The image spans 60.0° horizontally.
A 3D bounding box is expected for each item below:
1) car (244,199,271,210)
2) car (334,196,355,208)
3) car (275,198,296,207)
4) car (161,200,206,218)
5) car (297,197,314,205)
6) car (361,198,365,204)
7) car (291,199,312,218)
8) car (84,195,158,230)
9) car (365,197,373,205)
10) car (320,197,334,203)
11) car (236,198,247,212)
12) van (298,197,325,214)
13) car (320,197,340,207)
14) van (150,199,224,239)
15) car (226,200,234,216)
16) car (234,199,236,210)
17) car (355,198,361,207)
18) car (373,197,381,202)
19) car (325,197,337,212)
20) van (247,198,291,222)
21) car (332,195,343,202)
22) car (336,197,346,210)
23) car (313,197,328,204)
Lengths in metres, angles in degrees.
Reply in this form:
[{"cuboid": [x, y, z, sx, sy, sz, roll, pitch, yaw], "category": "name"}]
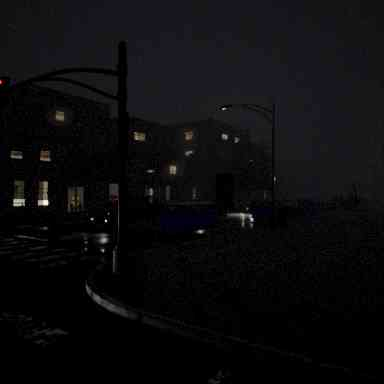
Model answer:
[{"cuboid": [8.915, 1.629, 45.090, 1.887, 1.381, 4.507, 0, 0, 35], "category": "car"}, {"cuboid": [22.114, 1.497, 49.288, 2.192, 1.841, 5.009, 0, 0, 35], "category": "car"}, {"cuboid": [15.268, 1.666, 54.122, 1.887, 1.381, 4.507, 0, 0, 35], "category": "car"}, {"cuboid": [-0.711, 1.559, 31.400, 1.752, 1.417, 4.829, 0, 0, 35], "category": "car"}, {"cuboid": [21.621, 1.706, 63.155, 1.887, 1.381, 4.507, 0, 0, 35], "category": "car"}, {"cuboid": [28.563, 1.748, 58.460, 1.752, 1.417, 4.829, 0, 0, 35], "category": "car"}, {"cuboid": [9.407, 1.655, 31.220, 1.887, 1.381, 4.507, 0, 0, 35], "category": "car"}, {"cuboid": [-4.281, 1.248, 21.814, 2.150, 2.045, 5.566, 1, 0, 35], "category": "car"}, {"cuboid": [34.818, 1.810, 67.354, 1.887, 1.381, 4.507, 0, 0, 35], "category": "car"}, {"cuboid": [31.149, 1.792, 76.706, 1.947, 1.339, 4.313, 0, 0, 35], "category": "car"}, {"cuboid": [7.488, 1.575, 38.533, 2.128, 1.511, 4.902, 1, 0, 35], "category": "car"}, {"cuboid": [12.584, 1.469, 35.737, 1.690, 1.788, 3.998, 0, 0, 35], "category": "van"}, {"cuboid": [22.747, 1.658, 54.689, 1.882, 1.535, 5.008, 1, 0, 35], "category": "car"}, {"cuboid": [-0.121, 1.407, 17.670, 1.690, 1.788, 3.998, 0, 0, 35], "category": "van"}, {"cuboid": [1.530, 1.530, 30.077, 1.882, 1.535, 5.008, 1, 0, 35], "category": "car"}, {"cuboid": [5.740, 1.507, 40.573, 1.967, 1.590, 4.097, 0, 0, 35], "category": "car"}, {"cuboid": [25.290, 1.517, 53.805, 2.192, 1.841, 5.009, 0, 0, 35], "category": "car"}, {"cuboid": [44.347, 1.899, 80.904, 1.947, 1.339, 4.313, 0, 0, 35], "category": "car"}, {"cuboid": [15.858, 1.671, 40.393, 1.752, 1.417, 4.829, 0, 0, 35], "category": "car"}, {"cuboid": [6.232, 1.436, 26.704, 1.690, 1.788, 3.998, 0, 0, 35], "category": "van"}, {"cuboid": [37.502, 1.713, 85.739, 1.967, 1.590, 4.097, 0, 0, 35], "category": "car"}, {"cuboid": [18.936, 1.729, 44.770, 1.947, 1.339, 4.313, 0, 0, 35], "category": "car"}, {"cuboid": [27.875, 1.729, 72.050, 1.752, 1.417, 4.829, 0, 0, 35], "category": "car"}]
